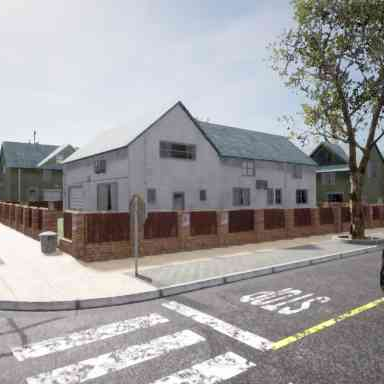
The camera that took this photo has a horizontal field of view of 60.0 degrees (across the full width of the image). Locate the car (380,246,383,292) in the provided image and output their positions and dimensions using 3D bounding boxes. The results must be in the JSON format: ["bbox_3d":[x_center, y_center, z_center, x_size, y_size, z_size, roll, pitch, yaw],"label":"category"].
[{"bbox_3d":[6.097,1.329,7.060,5.566,2.045,2.150,1,-2,-38],"label":"car"}]
